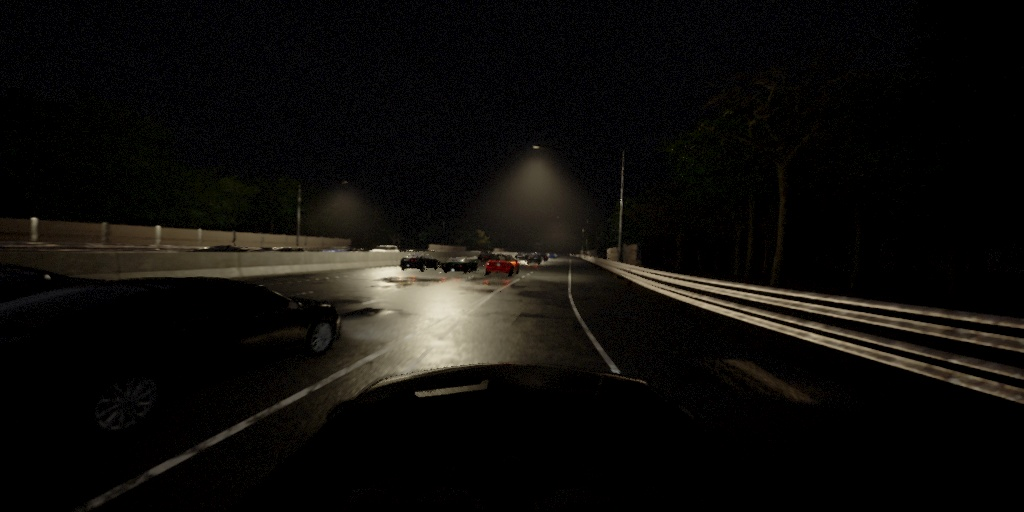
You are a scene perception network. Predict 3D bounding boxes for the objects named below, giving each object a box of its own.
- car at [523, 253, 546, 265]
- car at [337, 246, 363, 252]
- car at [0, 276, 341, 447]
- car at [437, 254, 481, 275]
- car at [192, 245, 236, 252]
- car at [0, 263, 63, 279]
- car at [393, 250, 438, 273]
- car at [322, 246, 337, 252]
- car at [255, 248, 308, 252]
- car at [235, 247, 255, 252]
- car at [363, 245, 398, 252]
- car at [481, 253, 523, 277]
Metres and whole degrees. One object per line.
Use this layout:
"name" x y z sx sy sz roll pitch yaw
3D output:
"car" 3.472 0.490 54.332 2.128 1.511 4.902 2 1 9
"car" -21.983 -0.331 50.625 1.837 1.490 4.892 2 1 10
"car" -4.525 1.049 5.126 1.837 1.490 4.892 2 1 9
"car" -4.131 0.751 29.384 1.895 1.301 4.718 2 1 9
"car" -28.138 -0.306 34.738 1.882 1.535 5.008 2 1 10
"car" -11.193 0.831 7.723 1.994 1.385 4.181 2 1 9
"car" -7.583 0.511 29.922 2.128 1.511 4.902 2 1 9
"car" -25.313 -0.620 51.796 2.097 1.767 4.553 2 1 10
"car" -21.183 -0.021 33.965 1.837 1.490 4.892 2 1 9
"car" -24.449 -0.105 35.636 1.994 1.385 4.181 2 1 9
"car" -18.307 -0.498 51.321 2.150 2.045 5.566 2 1 10
"car" -0.681 0.633 28.752 2.097 1.767 4.553 2 1 9
